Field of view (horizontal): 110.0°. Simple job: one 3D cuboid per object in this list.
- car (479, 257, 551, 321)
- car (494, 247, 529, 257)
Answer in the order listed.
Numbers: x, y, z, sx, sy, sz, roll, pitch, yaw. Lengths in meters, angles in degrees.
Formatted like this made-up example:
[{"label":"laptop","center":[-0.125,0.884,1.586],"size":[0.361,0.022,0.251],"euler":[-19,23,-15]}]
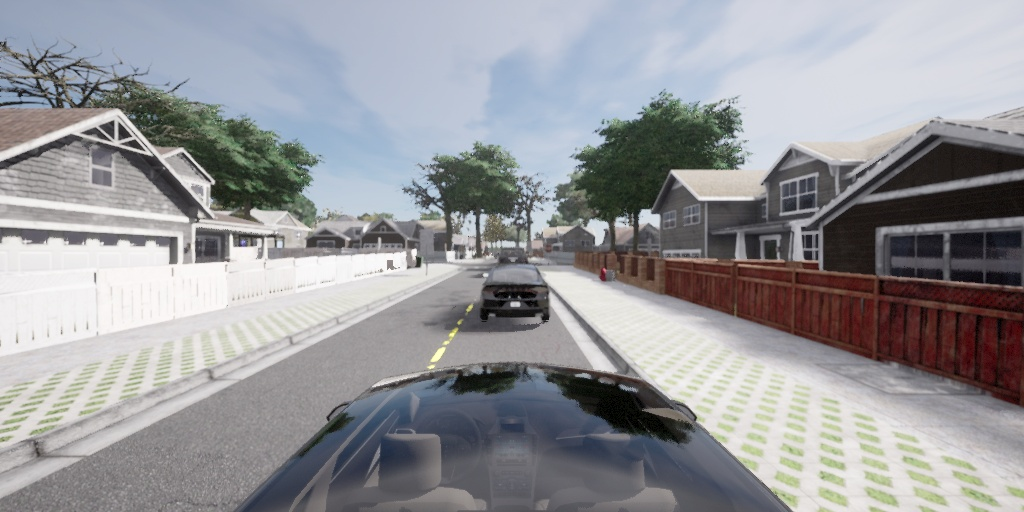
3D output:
[{"label":"car","center":[0.084,0.971,11.239],"size":[1.882,1.535,5.008],"euler":[0,1,0]},{"label":"car","center":[0.059,0.336,26.753],"size":[2.150,2.045,5.566],"euler":[0,1,0]}]
